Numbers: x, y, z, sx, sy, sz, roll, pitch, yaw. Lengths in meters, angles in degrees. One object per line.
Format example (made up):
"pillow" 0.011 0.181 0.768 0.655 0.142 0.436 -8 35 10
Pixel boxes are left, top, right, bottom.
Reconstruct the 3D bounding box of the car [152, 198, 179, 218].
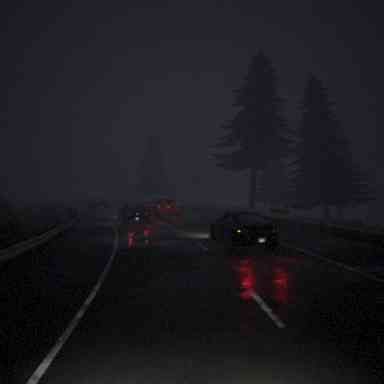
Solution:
"car" -2.823 1.333 30.668 2.097 1.767 4.553 0 0 -22

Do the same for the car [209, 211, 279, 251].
"car" 2.044 1.506 13.928 1.812 1.442 4.674 0 0 -10

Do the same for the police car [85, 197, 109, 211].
"police car" -11.739 1.426 40.828 1.930 1.638 5.238 0 0 -30

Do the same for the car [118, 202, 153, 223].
"car" -4.591 1.593 25.572 1.895 1.301 4.718 0 0 -19
